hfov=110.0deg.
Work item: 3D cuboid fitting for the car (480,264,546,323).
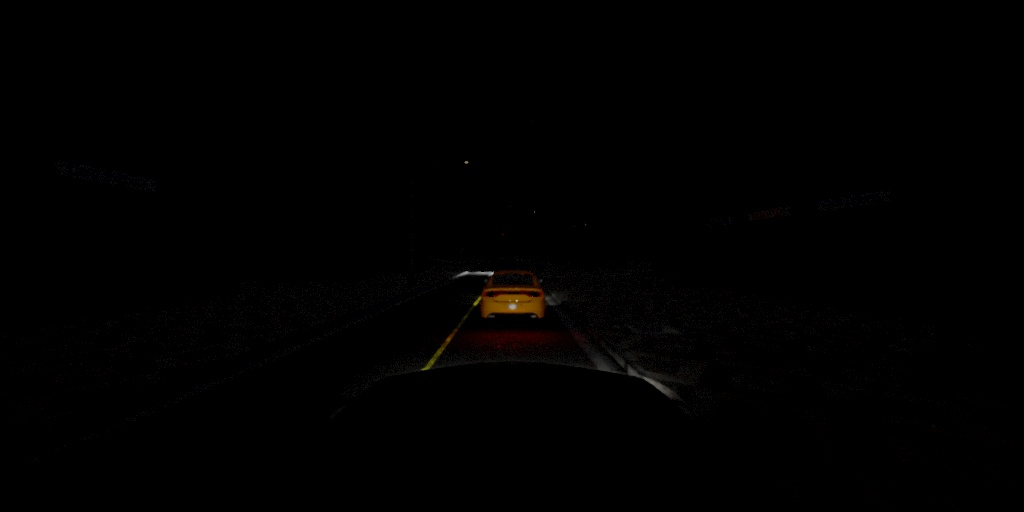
[{"bbox_3d":[0.044,1.201,12.039,1.882,1.535,5.008,0,0,1],"label":"car"}]

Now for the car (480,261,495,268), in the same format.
[{"bbox_3d":[-3.060,1.263,45.770,1.895,1.301,4.718,0,0,0],"label":"car"}]

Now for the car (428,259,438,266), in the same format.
[{"bbox_3d":[-14.776,1.004,60.347,4.403,1.370,2.007,0,0,0],"label":"car"}]

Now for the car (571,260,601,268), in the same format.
[{"bbox_3d":[12.131,1.411,60.437,4.313,1.339,1.948,0,0,0],"label":"car"}]

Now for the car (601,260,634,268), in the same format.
[{"bbox_3d":[17.944,1.458,60.436,4.829,1.417,1.751,0,0,0],"label":"car"}]
